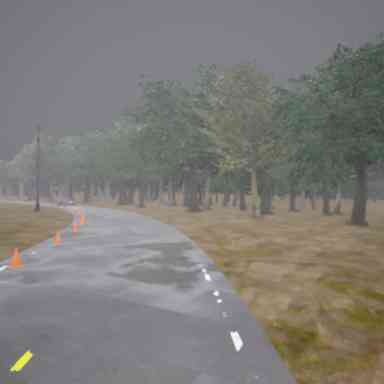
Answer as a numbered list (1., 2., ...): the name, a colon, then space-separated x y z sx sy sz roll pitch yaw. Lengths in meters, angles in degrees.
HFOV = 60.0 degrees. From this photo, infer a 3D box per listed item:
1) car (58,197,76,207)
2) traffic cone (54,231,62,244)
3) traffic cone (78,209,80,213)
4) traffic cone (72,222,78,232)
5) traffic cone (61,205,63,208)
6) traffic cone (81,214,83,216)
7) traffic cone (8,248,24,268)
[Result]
1. car: -21.386 1.676 56.692 2.128 1.511 4.902 1 0 -39
2. traffic cone: -6.062 2.047 15.062 0.340 0.580 0.340 0 0 -9
3. traffic cone: -11.121 2.147 33.793 0.340 0.580 0.340 1 0 -21
4. traffic cone: -6.959 2.078 19.837 0.340 0.580 0.340 0 0 -12
5. traffic cone: -19.946 2.139 51.071 0.340 0.580 0.340 1 0 -33
6. traffic cone: -8.103 2.107 24.559 0.340 0.580 0.340 0 0 -15
7. traffic cone: -5.414 2.014 10.247 0.340 0.580 0.340 0 0 -6
